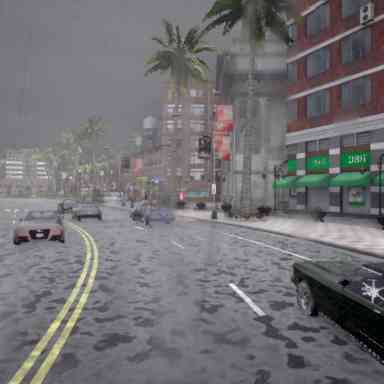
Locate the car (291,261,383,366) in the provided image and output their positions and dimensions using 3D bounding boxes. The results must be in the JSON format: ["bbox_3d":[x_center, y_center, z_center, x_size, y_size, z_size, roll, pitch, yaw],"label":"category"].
[{"bbox_3d":[3.062,1.602,4.573,1.895,1.301,4.718,0,0,-5],"label":"car"}]

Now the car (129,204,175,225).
[{"bbox_3d":[-3.002,1.552,24.106,2.033,1.411,5.357,0,0,-27],"label":"car"}]

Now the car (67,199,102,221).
[{"bbox_3d":[-8.891,1.568,27.814,1.994,1.385,4.181,0,0,-27],"label":"car"}]

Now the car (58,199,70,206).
[{"bbox_3d":[-14.213,1.554,38.103,2.033,1.411,5.357,0,0,-28],"label":"car"}]

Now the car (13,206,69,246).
[{"bbox_3d":[-6.932,1.566,15.365,1.994,1.385,4.181,0,0,-22],"label":"car"}]
